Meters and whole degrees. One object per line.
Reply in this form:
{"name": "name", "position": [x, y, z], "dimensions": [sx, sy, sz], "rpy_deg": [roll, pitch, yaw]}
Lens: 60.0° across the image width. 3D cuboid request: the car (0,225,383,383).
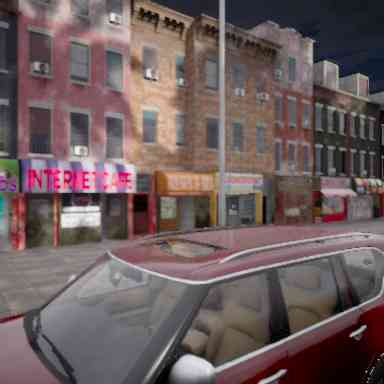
{"name": "car", "position": [0.050, 1.316, 2.868], "dimensions": [5.009, 1.841, 2.192], "rpy_deg": [0, 0, -36]}
